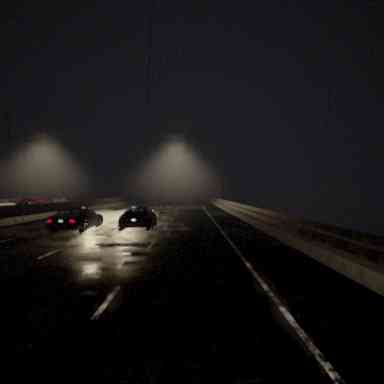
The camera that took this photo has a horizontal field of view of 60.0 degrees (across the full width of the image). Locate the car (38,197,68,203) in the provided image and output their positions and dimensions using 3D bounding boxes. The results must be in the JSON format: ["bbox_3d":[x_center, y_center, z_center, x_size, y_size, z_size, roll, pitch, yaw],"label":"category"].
[{"bbox_3d":[-17.578,1.583,43.480,2.128,1.511,4.902,0,0,0],"label":"car"}]

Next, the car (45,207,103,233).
[{"bbox_3d":[-6.897,1.590,19.977,2.033,1.411,5.357,0,0,0],"label":"car"}]

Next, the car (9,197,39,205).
[{"bbox_3d":[-21.078,1.442,43.145,2.097,1.767,4.553,0,0,0],"label":"car"}]

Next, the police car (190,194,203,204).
[{"bbox_3d":[1.059,1.563,65.870,1.930,1.638,5.238,0,0,0],"label":"police car"}]

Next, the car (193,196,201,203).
[{"bbox_3d":[1.060,1.634,75.759,1.882,1.535,5.008,0,0,0],"label":"car"}]

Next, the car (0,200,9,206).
[{"bbox_3d":[-24.579,1.689,42.020,1.895,1.301,4.718,0,0,0],"label":"car"}]

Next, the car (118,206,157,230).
[{"bbox_3d":[-3.397,1.609,21.379,1.994,1.385,4.181,0,0,0],"label":"car"}]
